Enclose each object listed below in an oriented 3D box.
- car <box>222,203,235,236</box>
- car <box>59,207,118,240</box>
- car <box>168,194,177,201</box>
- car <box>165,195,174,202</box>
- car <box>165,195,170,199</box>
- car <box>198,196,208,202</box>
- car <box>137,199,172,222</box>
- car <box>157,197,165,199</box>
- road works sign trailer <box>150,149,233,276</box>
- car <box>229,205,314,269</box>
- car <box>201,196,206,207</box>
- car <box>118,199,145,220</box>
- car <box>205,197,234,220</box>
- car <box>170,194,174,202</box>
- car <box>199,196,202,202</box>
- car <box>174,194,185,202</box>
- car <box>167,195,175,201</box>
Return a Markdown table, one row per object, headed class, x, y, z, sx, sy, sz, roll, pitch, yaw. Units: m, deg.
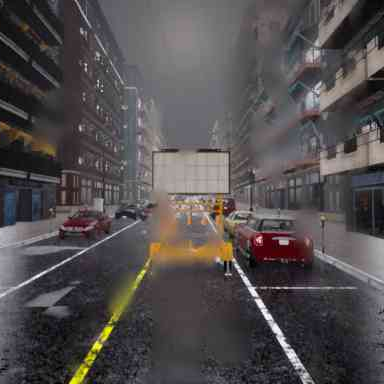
| class | x | y | z | sx | sy | sz | roll | pitch | yaw |
| --- | --- | --- | --- | --- | --- | --- | --- | --- | --- |
| car | 2.591 | 1.537 | 17.143 | 1.752 | 1.417 | 4.829 | 2 | 0 | 0 |
| car | -5.290 | 1.593 | 16.978 | 1.802 | 1.307 | 4.206 | 2 | 0 | 0 |
| car | -5.277 | 1.392 | 90.617 | 2.192 | 1.841 | 5.009 | 2 | 0 | 0 |
| car | -5.286 | 1.588 | 79.117 | 1.752 | 1.417 | 4.829 | 2 | 0 | 0 |
| car | -5.287 | 1.586 | 56.631 | 1.887 | 1.381 | 4.507 | 2 | 0 | 0 |
| car | 2.593 | 1.614 | 79.281 | 2.008 | 1.369 | 4.403 | 2 | 0 | 0 |
| car | -2.850 | 1.543 | 26.290 | 1.812 | 1.442 | 4.674 | 0 | 0 | 0 |
| car | -5.288 | 1.584 | 45.301 | 2.008 | 1.369 | 4.403 | 2 | 0 | 0 |
| road works sign trailer | -0.022 | 0.471 | 10.383 | 2.380 | 3.560 | 2.880 | 0 | 0 | 0 |
| car | 2.594 | 1.448 | 11.309 | 1.967 | 1.590 | 4.097 | 2 | 0 | 0 |
| car | 2.593 | 1.558 | 45.466 | 1.752 | 1.417 | 4.829 | 2 | 0 | 0 |
| car | -5.289 | 1.585 | 28.308 | 1.947 | 1.339 | 4.313 | 2 | 0 | 0 |
| car | 2.598 | 1.334 | 28.302 | 2.192 | 1.841 | 5.009 | 2 | 0 | 0 |
| car | -5.286 | 1.596 | 67.960 | 1.887 | 1.381 | 4.507 | 2 | 0 | 0 |
| car | 2.592 | 1.608 | 56.625 | 1.947 | 1.339 | 4.313 | 2 | 0 | 0 |
| car | -2.746 | 1.585 | 76.909 | 1.812 | 1.442 | 4.674 | 0 | 0 | 0 |
| car | -5.285 | 1.595 | 84.782 | 1.752 | 1.417 | 4.829 | 2 | 0 | 0 |
